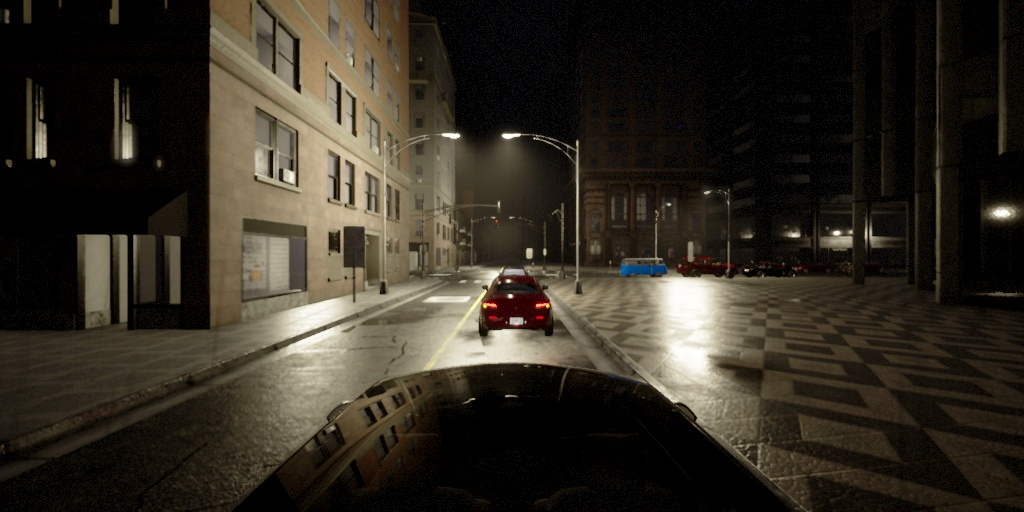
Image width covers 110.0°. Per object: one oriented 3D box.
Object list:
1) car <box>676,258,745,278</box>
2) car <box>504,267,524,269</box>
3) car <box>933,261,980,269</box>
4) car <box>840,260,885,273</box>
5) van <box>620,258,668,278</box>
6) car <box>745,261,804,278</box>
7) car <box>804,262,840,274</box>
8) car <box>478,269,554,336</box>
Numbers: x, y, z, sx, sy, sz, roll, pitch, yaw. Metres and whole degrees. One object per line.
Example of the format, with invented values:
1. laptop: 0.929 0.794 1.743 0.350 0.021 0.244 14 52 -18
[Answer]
1. car: 17.388 1.060 32.086 5.009 1.841 2.192 0 0 -1
2. car: 0.113 1.292 20.064 1.994 1.385 4.181 0 0 0
3. car: 39.945 1.172 32.415 4.097 1.591 1.967 0 0 -1
4. car: 39.845 1.162 40.940 4.097 1.591 1.967 0 0 -1
5. van: 11.747 1.087 32.004 3.998 1.789 1.690 0 0 -1
6. car: 23.027 1.307 32.168 4.313 1.339 1.948 0 0 -1
7. car: 34.206 1.307 40.858 4.207 1.307 1.802 0 0 -1
8. car: 0.096 1.266 10.191 1.812 1.442 4.674 0 0 0
